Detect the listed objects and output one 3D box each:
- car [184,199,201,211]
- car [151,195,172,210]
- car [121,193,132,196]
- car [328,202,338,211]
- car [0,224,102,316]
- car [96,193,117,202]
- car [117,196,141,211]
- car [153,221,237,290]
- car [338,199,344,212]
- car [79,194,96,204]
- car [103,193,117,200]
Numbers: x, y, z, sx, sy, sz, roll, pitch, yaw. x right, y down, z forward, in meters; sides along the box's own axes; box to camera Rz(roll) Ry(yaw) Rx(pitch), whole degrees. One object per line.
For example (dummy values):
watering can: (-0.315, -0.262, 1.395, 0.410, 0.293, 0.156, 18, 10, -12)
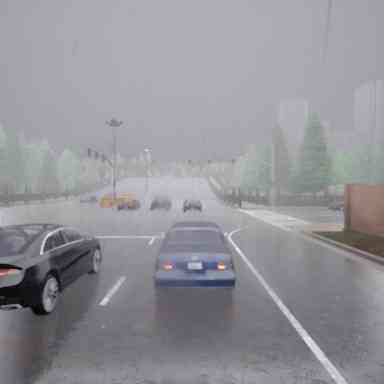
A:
car: (0.052, 1.388, 37.145, 1.895, 1.301, 4.718, 0, 0, 0)
car: (-3.451, 1.132, 38.440, 2.097, 1.767, 4.553, 0, 0, 0)
car: (-14.158, 0.926, 71.986, 1.882, 1.535, 5.008, 0, 1, 0)
car: (16.824, 1.303, 34.832, 4.892, 1.490, 1.837, -1, 0, 0)
car: (-3.441, 1.449, 7.409, 2.128, 1.511, 4.902, 0, 0, 0)
car: (-14.136, 1.028, 56.562, 2.097, 1.767, 4.553, 0, 0, 0)
car: (-6.948, 1.388, 37.138, 1.895, 1.301, 4.718, 0, 0, 0)
car: (0.066, 1.495, 9.086, 2.033, 1.411, 5.357, 0, 0, 0)
car: (16.535, 1.384, 31.331, 4.181, 1.385, 1.994, 0, 0, 0)
car: (-17.635, 1.168, 56.630, 2.128, 1.511, 4.902, 0, 0, 0)
car: (-17.659, 1.040, 72.039, 1.895, 1.301, 4.718, 0, 1, 0)
